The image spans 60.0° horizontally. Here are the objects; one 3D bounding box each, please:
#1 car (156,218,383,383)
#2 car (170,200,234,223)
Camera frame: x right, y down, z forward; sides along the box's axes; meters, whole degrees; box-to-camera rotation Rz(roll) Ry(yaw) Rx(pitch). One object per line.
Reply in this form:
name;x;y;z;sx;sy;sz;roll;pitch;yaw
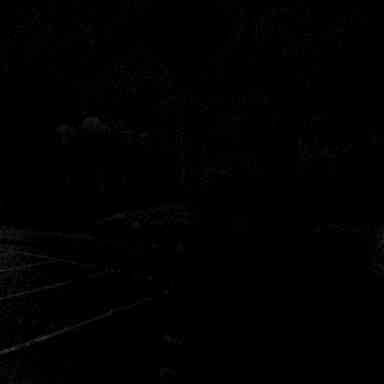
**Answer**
car;1.233;1.321;3.698;1.905;1.878;3.866;-1;0;36
car;0.731;1.394;20.409;1.932;1.855;4.605;-1;0;36
